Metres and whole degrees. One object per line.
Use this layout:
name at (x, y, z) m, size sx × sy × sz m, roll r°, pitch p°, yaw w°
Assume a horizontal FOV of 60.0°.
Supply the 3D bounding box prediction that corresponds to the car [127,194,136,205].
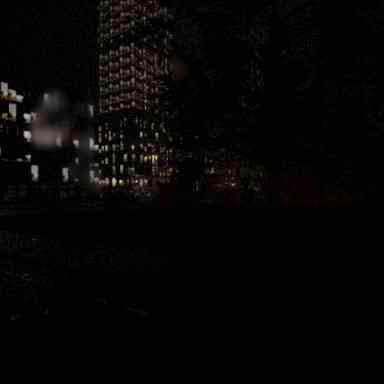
car at (-12.280, 1.310, 57.607) m, size 2.150 × 2.045 × 5.566 m, roll -1°, pitch -1°, yaw 38°
